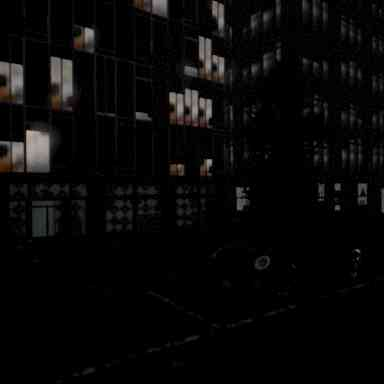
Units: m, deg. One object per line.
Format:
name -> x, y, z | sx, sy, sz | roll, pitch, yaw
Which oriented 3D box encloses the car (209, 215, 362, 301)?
car -> 2.354, 1.433, 8.233 | 4.097, 1.590, 1.967 | 0, 0, -35
